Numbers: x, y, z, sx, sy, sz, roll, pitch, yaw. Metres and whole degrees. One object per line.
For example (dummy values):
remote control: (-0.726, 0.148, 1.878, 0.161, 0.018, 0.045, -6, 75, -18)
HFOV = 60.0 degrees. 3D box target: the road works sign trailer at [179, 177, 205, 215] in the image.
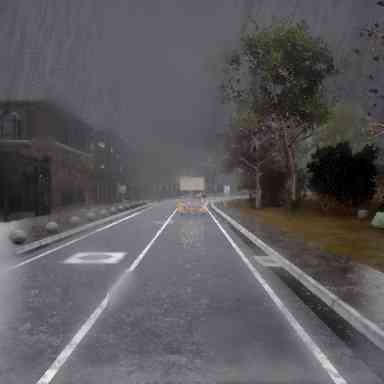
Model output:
road works sign trailer: (0.000, 0.281, 30.861, 2.380, 3.560, 2.880, 0, 1, 0)

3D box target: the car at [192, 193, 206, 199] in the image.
car: (1.716, 0.905, 78.199, 2.128, 1.511, 4.902, 0, 1, 26)
